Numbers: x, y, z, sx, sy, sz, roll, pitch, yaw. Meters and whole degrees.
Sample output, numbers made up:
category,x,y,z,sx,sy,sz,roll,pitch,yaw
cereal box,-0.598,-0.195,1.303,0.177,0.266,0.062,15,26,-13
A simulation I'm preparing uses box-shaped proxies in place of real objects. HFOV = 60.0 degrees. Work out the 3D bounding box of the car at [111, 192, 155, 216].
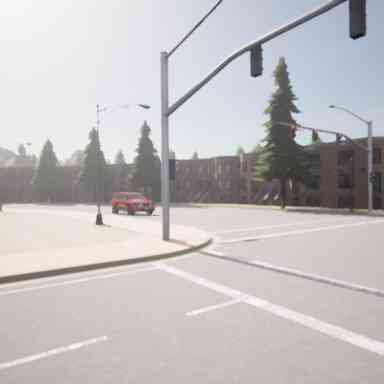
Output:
category,x,y,z,sx,sy,sz,roll,pitch,yaw
car,-5.577,1.046,30.830,2.150,2.045,5.566,-1,1,-38
